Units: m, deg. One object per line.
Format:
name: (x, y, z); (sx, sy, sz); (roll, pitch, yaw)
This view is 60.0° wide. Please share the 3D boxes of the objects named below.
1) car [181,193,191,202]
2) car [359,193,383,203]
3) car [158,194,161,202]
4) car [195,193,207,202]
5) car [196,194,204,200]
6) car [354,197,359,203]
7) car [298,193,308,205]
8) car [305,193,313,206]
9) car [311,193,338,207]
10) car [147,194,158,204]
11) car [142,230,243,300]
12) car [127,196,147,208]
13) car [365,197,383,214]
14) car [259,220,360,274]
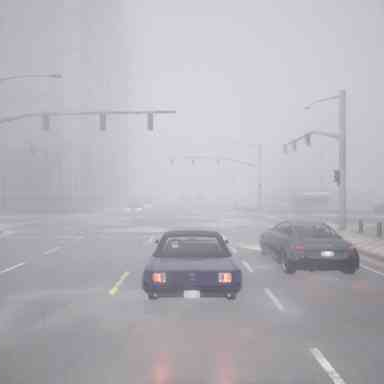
car: (-1.339, 1.204, 76.366); (2.150, 2.045, 5.566); (0, 0, -1)
car: (39.119, 1.198, 71.285); (4.605, 1.855, 1.932); (0, 0, 0)
car: (-8.352, 1.328, 77.267); (2.097, 1.767, 4.553); (0, 0, -1)
car: (2.161, 1.204, 76.415); (2.150, 2.045, 5.566); (0, 0, -1)
car: (2.014, 1.373, 86.806); (1.812, 1.442, 4.674); (0, 0, -1)
car: (39.163, 1.408, 74.182); (3.905, 1.438, 1.784); (0, 0, 0)
car: (24.097, 1.199, 65.628); (4.605, 1.855, 1.932); (0, 0, 0)
car: (24.167, 1.410, 62.945); (3.905, 1.438, 1.784); (0, 0, 0)
car: (24.187, 1.442, 60.050); (3.806, 1.475, 1.970); (0, 0, 0)
car: (-8.198, 1.482, 62.042); (2.128, 1.511, 4.902); (0, 0, 0)
car: (-0.004, 1.600, 8.350); (1.895, 1.301, 4.718); (0, 0, 0)
car: (-8.025, 1.495, 47.681); (1.837, 1.490, 4.892); (0, 1, -1)
car: (21.276, 1.541, 34.586); (4.902, 1.511, 2.128); (0, 0, -1)
car: (3.470, 1.562, 10.579); (1.994, 1.385, 4.181); (0, 0, -1)
